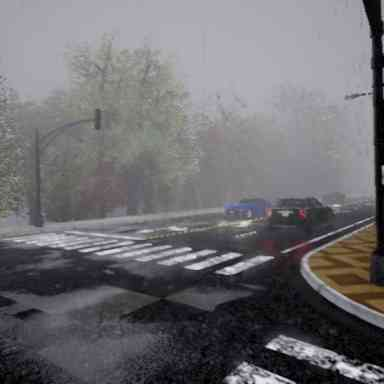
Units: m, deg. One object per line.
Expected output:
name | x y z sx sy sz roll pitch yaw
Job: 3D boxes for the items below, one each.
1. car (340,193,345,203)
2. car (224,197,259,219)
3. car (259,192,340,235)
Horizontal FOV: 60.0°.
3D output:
car | 18.545 0.756 43.556 1.882 1.535 5.008 -2 0 39
car | 4.390 1.152 25.881 1.882 1.535 5.008 -2 0 39
car | 5.493 1.001 16.566 2.097 1.767 4.553 -2 0 38
